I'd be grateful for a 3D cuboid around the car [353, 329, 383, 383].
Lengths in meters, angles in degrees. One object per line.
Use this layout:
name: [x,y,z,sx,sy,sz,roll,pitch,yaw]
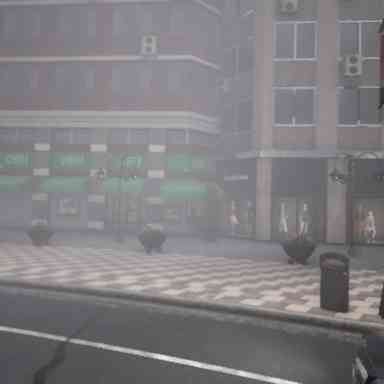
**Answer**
car: [3.866,1.752,2.625,4.674,1.442,1.812,1,-2,25]
